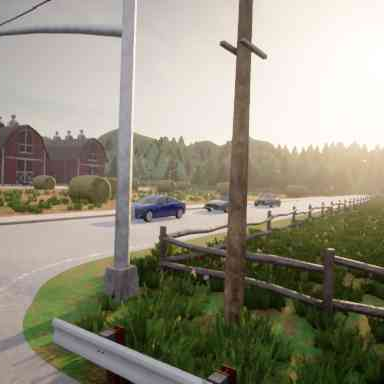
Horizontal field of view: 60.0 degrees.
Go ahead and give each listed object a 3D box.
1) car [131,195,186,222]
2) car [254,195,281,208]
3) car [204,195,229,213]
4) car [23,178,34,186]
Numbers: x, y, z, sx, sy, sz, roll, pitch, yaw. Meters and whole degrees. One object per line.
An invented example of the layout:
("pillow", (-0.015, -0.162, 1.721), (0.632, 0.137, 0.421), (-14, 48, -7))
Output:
("car", (-2.329, 0.949, 21.168), (1.882, 1.535, 5.008), (3, 2, 33))
("car", (8.634, 1.002, 37.780), (1.994, 1.385, 4.181), (3, 2, 33))
("car", (3.114, 1.002, 29.427), (2.033, 1.411, 5.357), (3, 2, 33))
("car", (-38.851, -2.301, 79.346), (1.905, 1.878, 3.866), (8, 2, -13))
